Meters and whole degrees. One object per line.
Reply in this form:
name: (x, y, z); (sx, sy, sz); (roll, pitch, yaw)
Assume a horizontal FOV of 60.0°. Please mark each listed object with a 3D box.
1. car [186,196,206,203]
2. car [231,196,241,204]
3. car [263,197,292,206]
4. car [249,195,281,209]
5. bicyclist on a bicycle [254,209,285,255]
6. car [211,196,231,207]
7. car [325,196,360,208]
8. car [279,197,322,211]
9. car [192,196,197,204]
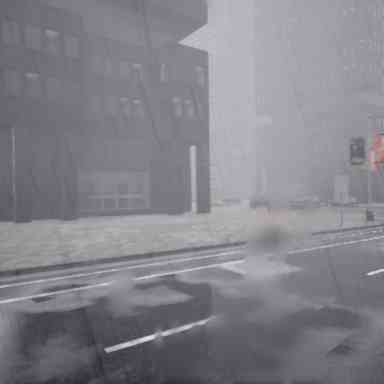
car: (0.806, 1.492, 70.706); (1.752, 1.417, 4.829); (-2, 1, -36)
car: (7.209, 1.468, 61.737); (1.887, 1.381, 4.507); (-2, 1, -36)
car: (13.514, 1.466, 52.907); (1.802, 1.307, 4.206); (-2, 1, -36)
car: (9.722, 1.336, 43.539); (2.192, 1.841, 5.009); (-2, 1, -36)
bicyclist on a bicycle: (2.779, 1.402, 11.823); (1.509, 1.612, 0.866); (0, 1, -31)
car: (3.519, 1.585, 52.235); (1.752, 1.417, 4.829); (-2, 1, -36)
car: (19.815, 1.286, 44.075); (1.967, 1.590, 4.097); (-2, 1, -36)
car: (12.879, 1.568, 39.126); (1.947, 1.339, 4.313); (-2, 1, -36)
car: (1.878, 1.494, 64.512); (1.837, 1.490, 4.892); (-1, -1, -34)
